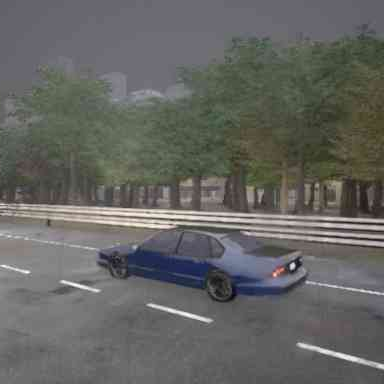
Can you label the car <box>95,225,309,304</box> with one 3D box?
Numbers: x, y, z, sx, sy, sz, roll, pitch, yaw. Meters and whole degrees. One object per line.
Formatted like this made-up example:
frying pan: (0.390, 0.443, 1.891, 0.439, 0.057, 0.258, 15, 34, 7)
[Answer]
car: (-0.016, 1.548, 8.184, 5.357, 1.411, 2.033, 0, 0, 36)
